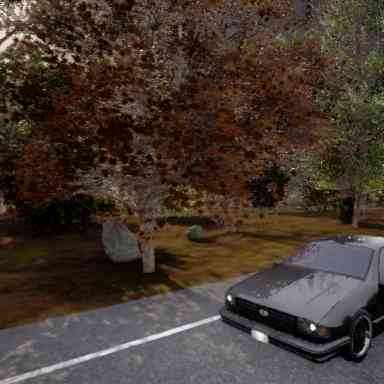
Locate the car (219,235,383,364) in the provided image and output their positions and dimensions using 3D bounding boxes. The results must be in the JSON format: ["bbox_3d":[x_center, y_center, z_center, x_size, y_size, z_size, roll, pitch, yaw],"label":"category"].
[{"bbox_3d":[2.992,1.550,6.133,5.357,1.411,2.033,0,0,-39],"label":"car"}]
